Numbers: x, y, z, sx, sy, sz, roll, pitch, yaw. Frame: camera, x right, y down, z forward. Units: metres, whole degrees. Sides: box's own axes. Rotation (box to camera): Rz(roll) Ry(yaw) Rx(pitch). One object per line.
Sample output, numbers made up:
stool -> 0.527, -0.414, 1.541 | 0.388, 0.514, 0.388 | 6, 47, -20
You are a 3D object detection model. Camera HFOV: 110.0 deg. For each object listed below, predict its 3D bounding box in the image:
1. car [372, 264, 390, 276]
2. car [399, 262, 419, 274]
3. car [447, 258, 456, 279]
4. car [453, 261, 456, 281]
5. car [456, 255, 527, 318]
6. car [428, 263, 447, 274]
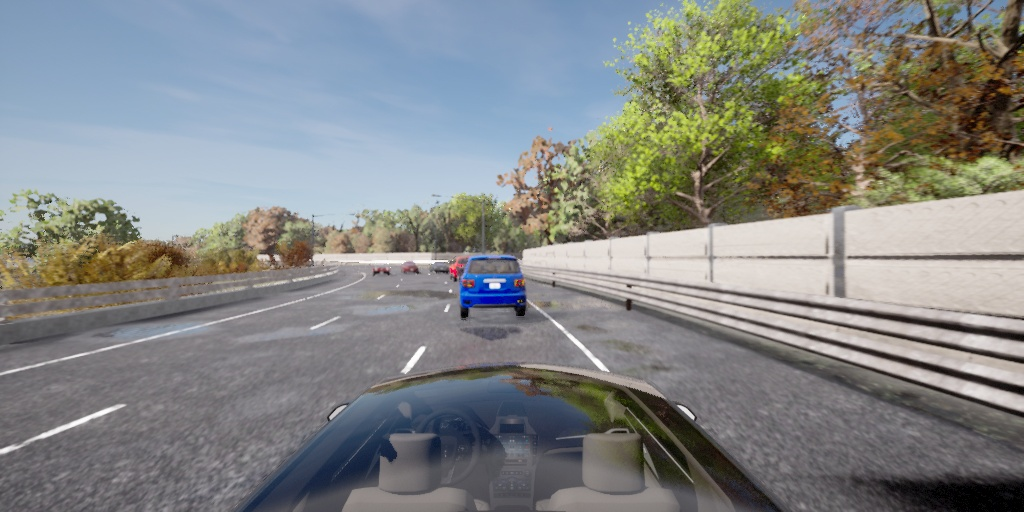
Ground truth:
car -> -15.309, 1.570, 41.887 | 1.895, 1.301, 4.718 | 0, 0, -22
car -> -13.043, 1.501, 45.487 | 1.812, 1.442, 4.674 | 0, 0, -24
car -> -4.238, 1.110, 31.580 | 2.150, 2.045, 5.566 | 0, 0, -14
car -> -2.726, 1.345, 24.867 | 2.128, 1.511, 4.902 | 0, 0, -12
car -> -0.824, 1.018, 13.351 | 2.150, 2.045, 5.566 | 0, -1, -7
car -> -9.421, 1.528, 45.954 | 1.994, 1.385, 4.181 | 0, 0, -23
